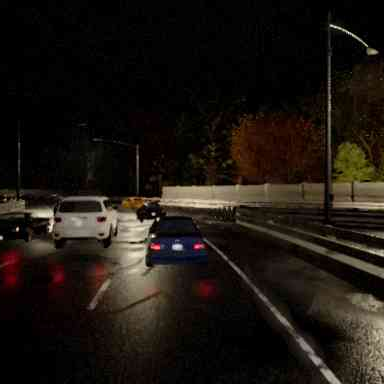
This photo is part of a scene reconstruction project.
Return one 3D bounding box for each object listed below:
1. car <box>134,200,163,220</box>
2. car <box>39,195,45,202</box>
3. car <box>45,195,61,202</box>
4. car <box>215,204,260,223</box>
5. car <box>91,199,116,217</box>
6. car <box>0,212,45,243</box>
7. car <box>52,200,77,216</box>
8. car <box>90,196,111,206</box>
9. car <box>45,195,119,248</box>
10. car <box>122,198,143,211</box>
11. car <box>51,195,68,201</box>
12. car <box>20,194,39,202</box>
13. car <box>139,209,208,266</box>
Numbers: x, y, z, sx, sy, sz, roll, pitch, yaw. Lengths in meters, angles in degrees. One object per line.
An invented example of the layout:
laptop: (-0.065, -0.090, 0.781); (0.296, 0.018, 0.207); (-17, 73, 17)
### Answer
car: (-3.151, 1.532, 25.463); (1.994, 1.385, 4.181); (0, 0, -13)
car: (-33.177, 1.400, 74.471); (2.128, 1.511, 4.902); (0, 0, -45)
car: (-33.331, 1.537, 79.675); (1.812, 1.442, 4.674); (0, 0, -45)
car: (3.815, 1.545, 24.947); (1.895, 1.301, 4.718); (0, 0, -37)
car: (-8.786, 1.479, 32.689); (2.128, 1.511, 4.902); (0, 0, -17)
car: (-8.305, 1.609, 15.996); (1.895, 1.301, 4.718); (0, 0, -9)
car: (-12.580, 1.565, 33.026); (1.994, 1.385, 4.181); (0, 0, -18)
car: (-15.530, 1.464, 56.296); (2.128, 1.511, 4.902); (0, 0, -30)
car: (-4.601, 1.217, 15.021); (2.150, 2.045, 5.566); (0, 0, -8)
car: (-7.086, 1.441, 40.733); (1.882, 1.535, 5.008); (0, 0, -29)
car: (-30.625, 1.386, 76.866); (1.812, 1.442, 4.674); (0, 0, -45)
car: (-35.707, 1.244, 72.053); (2.097, 1.767, 4.553); (0, 0, -45)
car: (-0.625, 1.534, 11.508); (2.033, 1.411, 5.357); (0, 0, -5)
